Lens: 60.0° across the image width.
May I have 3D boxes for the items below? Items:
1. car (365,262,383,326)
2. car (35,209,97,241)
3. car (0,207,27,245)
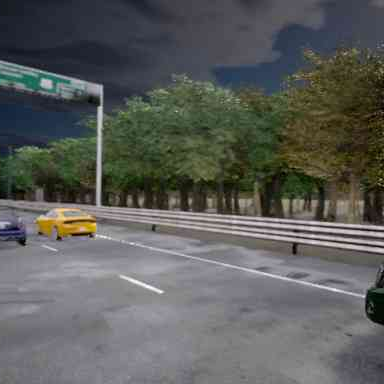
[{"bbox_3d":[5.137,1.359,3.812,2.150,2.045,5.566,2,-1,-40],"label":"car"},{"bbox_3d":[-6.873,1.632,17.881,1.882,1.535,5.008,2,-1,-40],"label":"car"},{"bbox_3d":[-9.192,1.434,15.213,2.097,1.767,4.553,2,-1,-40],"label":"car"}]
